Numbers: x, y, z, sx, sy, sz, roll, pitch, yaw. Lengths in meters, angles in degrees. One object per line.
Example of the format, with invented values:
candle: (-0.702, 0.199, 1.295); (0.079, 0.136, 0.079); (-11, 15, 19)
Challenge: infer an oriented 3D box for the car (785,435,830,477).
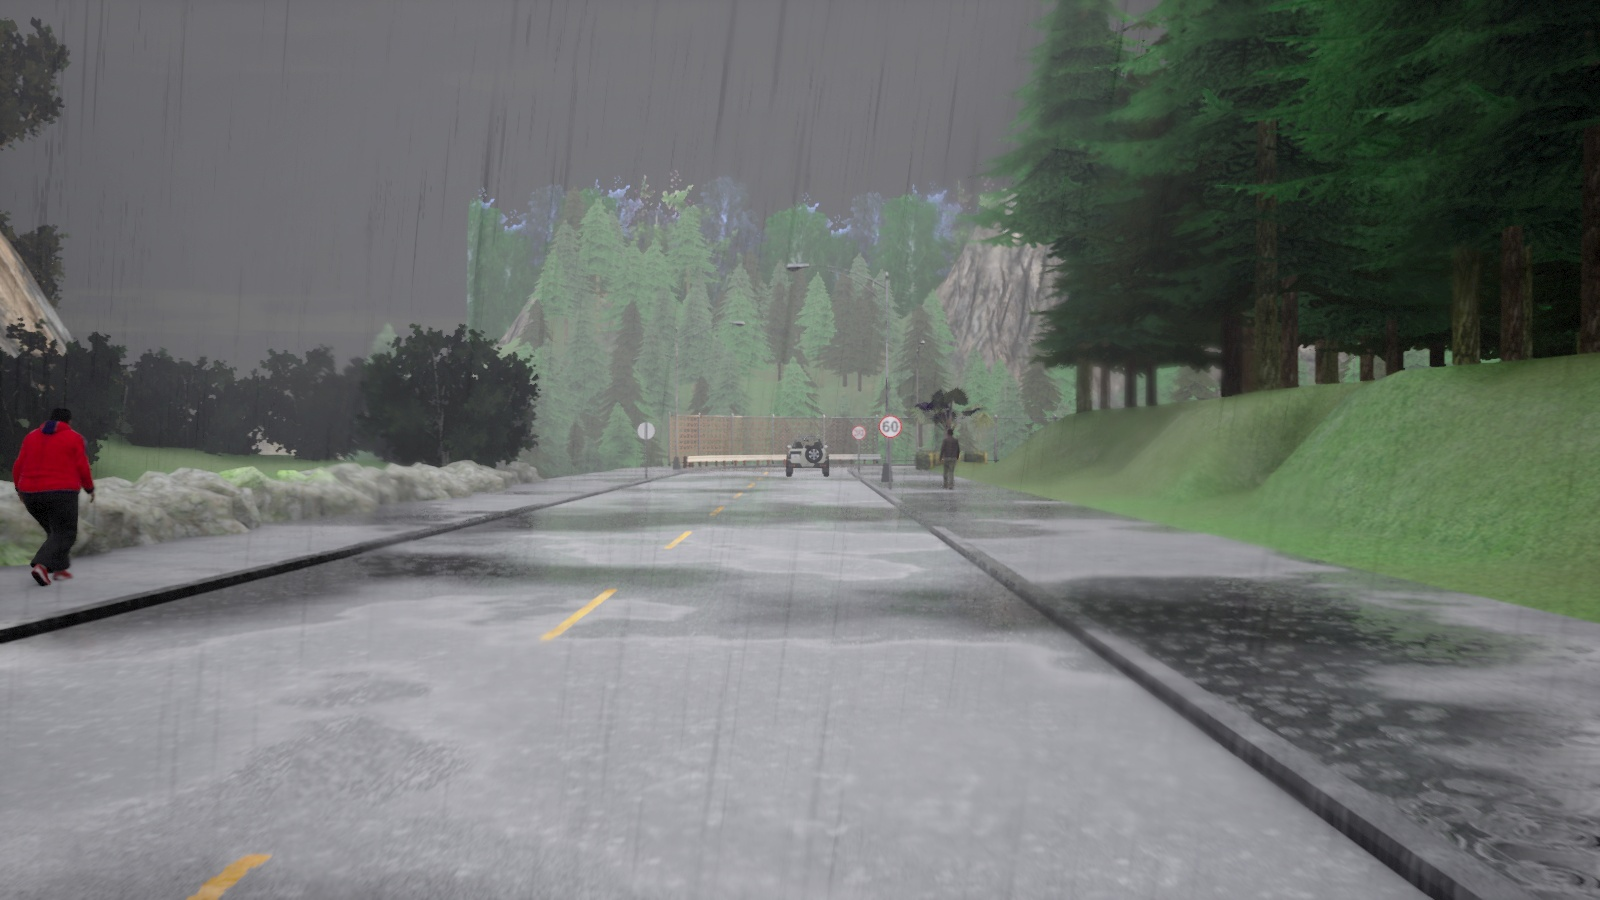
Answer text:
car: (0.344, 0.243, 56.885); (1.932, 1.855, 4.605); (0, 0, 0)

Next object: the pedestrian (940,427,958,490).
pedestrian: (4.416, 0.250, 37.281); (0.431, 1.840, 0.703); (0, 0, -3)

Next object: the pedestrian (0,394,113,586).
pedestrian: (-7.401, 0.380, 12.470); (0.634, 1.844, 0.899); (0, 0, 3)
